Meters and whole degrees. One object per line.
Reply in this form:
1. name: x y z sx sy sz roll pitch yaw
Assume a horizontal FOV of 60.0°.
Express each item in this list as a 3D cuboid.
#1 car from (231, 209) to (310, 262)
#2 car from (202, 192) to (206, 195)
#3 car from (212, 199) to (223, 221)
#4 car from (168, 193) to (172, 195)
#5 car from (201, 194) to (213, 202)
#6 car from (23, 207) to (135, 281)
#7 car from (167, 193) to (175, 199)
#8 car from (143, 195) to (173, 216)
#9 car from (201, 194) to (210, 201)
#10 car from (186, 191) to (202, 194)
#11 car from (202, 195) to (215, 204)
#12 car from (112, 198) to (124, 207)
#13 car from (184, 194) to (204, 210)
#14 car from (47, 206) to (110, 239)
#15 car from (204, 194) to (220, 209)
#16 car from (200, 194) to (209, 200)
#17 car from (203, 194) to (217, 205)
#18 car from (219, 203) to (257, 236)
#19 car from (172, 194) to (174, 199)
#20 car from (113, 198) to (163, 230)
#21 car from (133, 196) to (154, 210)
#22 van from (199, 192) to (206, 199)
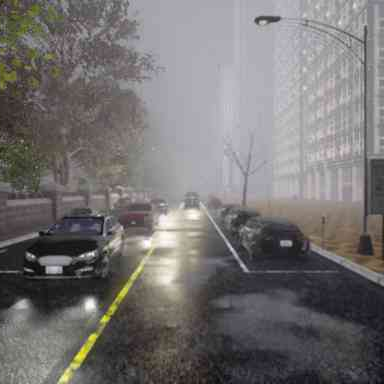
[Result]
1. car: 2.694 1.489 11.584 1.947 1.339 4.313 0 0 0
2. car: 2.705 1.159 45.377 1.967 1.590 4.097 0 0 0
3. car: 2.698 1.418 22.849 1.947 1.339 4.313 0 0 0
4. car: -5.670 1.140 67.908 1.887 1.381 4.507 0 0 0
5. car: 2.709 1.176 62.274 2.008 1.369 4.403 0 0 0
6. car: -3.148 1.427 9.742 2.128 1.511 4.902 0 0 -3
7. car: -5.664 1.011 90.267 1.752 1.417 4.829 0 0 0
8. car: -3.060 1.311 30.490 1.837 1.490 4.892 0 0 0
9. car: 2.710 1.177 67.906 1.802 1.307 4.206 0 0 0
10. car: 0.014 0.921 48.905 2.150 2.045 5.566 0 0 0
11. car: 2.707 1.207 56.642 2.008 1.369 4.403 0 0 0
12. car: -5.680 1.258 28.483 1.967 1.590 4.097 0 0 0
13. car: 0.010 1.306 38.453 2.033 1.411 5.357 0 0 0
14. car: -5.684 1.470 17.218 1.802 1.307 4.206 0 0 0
15. car: 2.703 1.296 39.746 1.887 1.381 4.507 0 0 0
16. car: 2.712 1.148 73.538 1.802 1.307 4.206 0 0 0
17. car: 2.707 1.128 51.009 1.967 1.590 4.097 0 0 0
18. car: 2.696 1.453 17.216 1.947 1.339 4.313 0 0 0
19. car: -5.667 1.083 79.172 1.887 1.381 4.507 0 0 0
20. car: -3.087 1.347 20.089 1.882 1.535 5.008 0 0 0
21. car: -5.677 1.278 39.578 1.752 1.417 4.829 0 0 0
22. van: 2.716 0.852 84.803 1.690 1.788 3.998 0 0 0
